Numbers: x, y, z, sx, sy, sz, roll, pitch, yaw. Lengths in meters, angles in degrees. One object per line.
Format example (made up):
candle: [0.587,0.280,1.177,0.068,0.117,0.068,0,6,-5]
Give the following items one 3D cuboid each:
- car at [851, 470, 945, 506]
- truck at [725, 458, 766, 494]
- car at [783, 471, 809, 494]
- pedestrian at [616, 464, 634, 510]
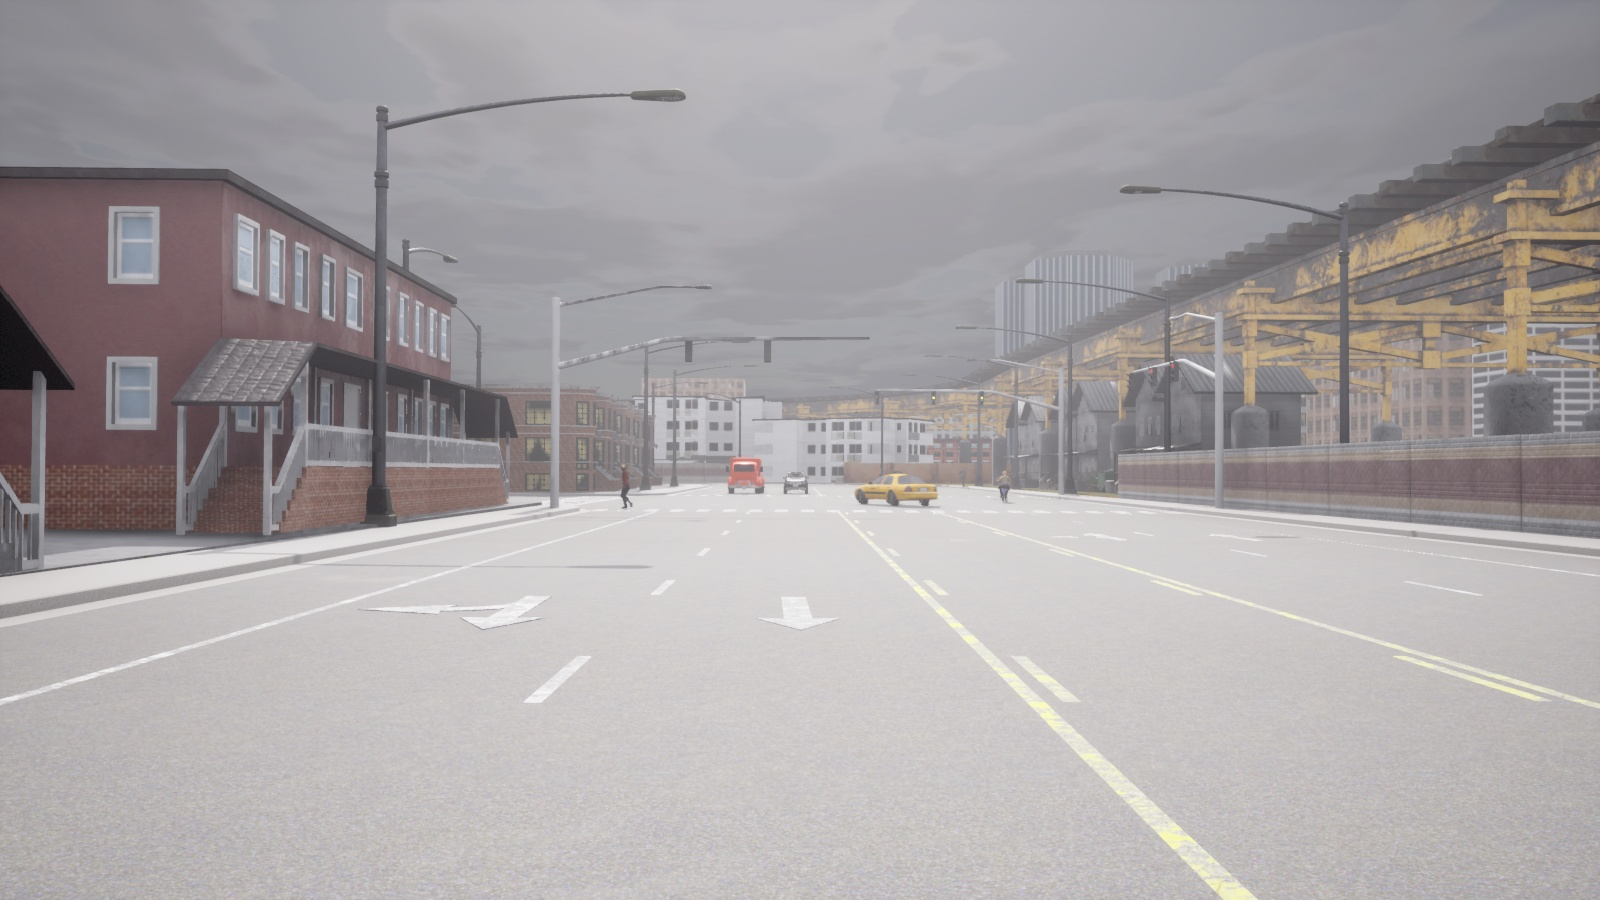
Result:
car: [4.372,1.694,57.163,1.801,1.575,5.366,0,-1,-25]
truck: [-3.769,1.805,87.320,2.627,2.467,5.204,0,-1,0]
car: [-0.259,2.240,86.340,1.789,1.549,3.705,0,-1,0]
pedestrian: [-6.925,1.460,49.714,0.636,1.846,0.331,0,-1,8]
